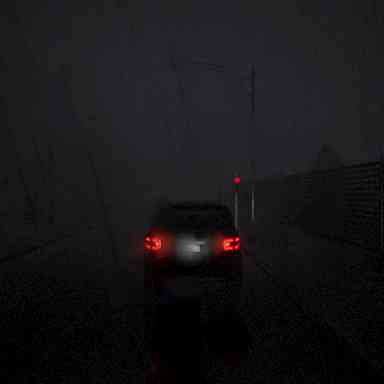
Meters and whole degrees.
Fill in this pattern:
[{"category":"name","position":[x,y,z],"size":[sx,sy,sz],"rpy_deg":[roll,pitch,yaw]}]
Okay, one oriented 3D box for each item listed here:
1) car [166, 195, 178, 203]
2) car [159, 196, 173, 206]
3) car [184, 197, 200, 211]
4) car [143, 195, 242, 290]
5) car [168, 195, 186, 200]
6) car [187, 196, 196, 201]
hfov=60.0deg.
[{"category":"car","position":[-4.088,1.443,69.122],"size":[2.128,1.511,4.902],"rpy_deg":[0,0,0]},{"category":"car","position":[-4.149,1.443,53.543],"size":[1.837,1.490,4.892],"rpy_deg":[0,0,0]},{"category":"car","position":[0.045,1.431,41.319],"size":[1.882,1.535,5.008],"rpy_deg":[0,0,0]},{"category":"car","position":[0.032,1.211,9.199],"size":[2.150,2.045,5.566],"rpy_deg":[0,0,0]},{"category":"car","position":[-3.899,1.420,87.339],"size":[4.674,1.442,1.812],"rpy_deg":[0,0,40]},{"category":"car","position":[-0.114,1.499,77.872],"size":[1.895,1.301,4.718],"rpy_deg":[0,0,-4]}]
